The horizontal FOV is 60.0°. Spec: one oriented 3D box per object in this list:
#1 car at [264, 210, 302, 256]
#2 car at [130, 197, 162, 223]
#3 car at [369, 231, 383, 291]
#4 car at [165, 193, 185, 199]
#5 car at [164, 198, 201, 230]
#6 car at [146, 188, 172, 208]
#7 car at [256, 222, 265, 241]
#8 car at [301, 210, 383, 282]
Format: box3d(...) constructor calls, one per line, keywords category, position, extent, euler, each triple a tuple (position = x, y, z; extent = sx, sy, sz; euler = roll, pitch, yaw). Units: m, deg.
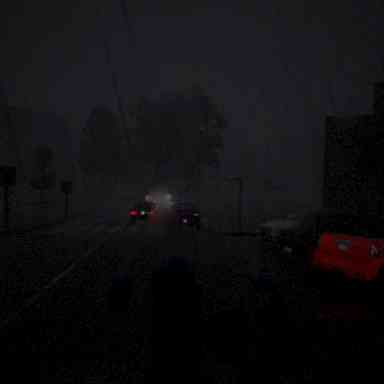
box3d(category="car", position=(5.264, 1.519, 11.723), extent=(4.792, 1.488, 2.163), euler=(1, 0, -25))
box3d(category="car", position=(-3.438, 1.398, 24.434), extent=(2.033, 1.411, 5.357), euler=(1, 1, -5))
box3d(category="car", position=(5.805, 1.547, 5.872), extent=(4.792, 1.488, 2.163), euler=(1, 0, -25))
box3d(category="car", position=(-1.285, 1.173, 32.146), extent=(1.812, 1.442, 4.674), euler=(1, 2, 1))
box3d(category="car", position=(-0.578, 1.399, 20.494), extent=(1.882, 1.535, 5.008), euler=(1, 0, -5))
box3d(category="car", position=(-3.533, 0.595, 36.903), extent=(2.150, 2.045, 5.566), euler=(1, 4, 8))
box3d(category="car", position=(5.044, 1.517, 14.678), extent=(4.674, 1.452, 2.002), euler=(1, 0, -25))
box3d(category="car", position=(5.510, 1.377, 8.788), extent=(4.553, 1.767, 2.185), euler=(1, 0, -25))
